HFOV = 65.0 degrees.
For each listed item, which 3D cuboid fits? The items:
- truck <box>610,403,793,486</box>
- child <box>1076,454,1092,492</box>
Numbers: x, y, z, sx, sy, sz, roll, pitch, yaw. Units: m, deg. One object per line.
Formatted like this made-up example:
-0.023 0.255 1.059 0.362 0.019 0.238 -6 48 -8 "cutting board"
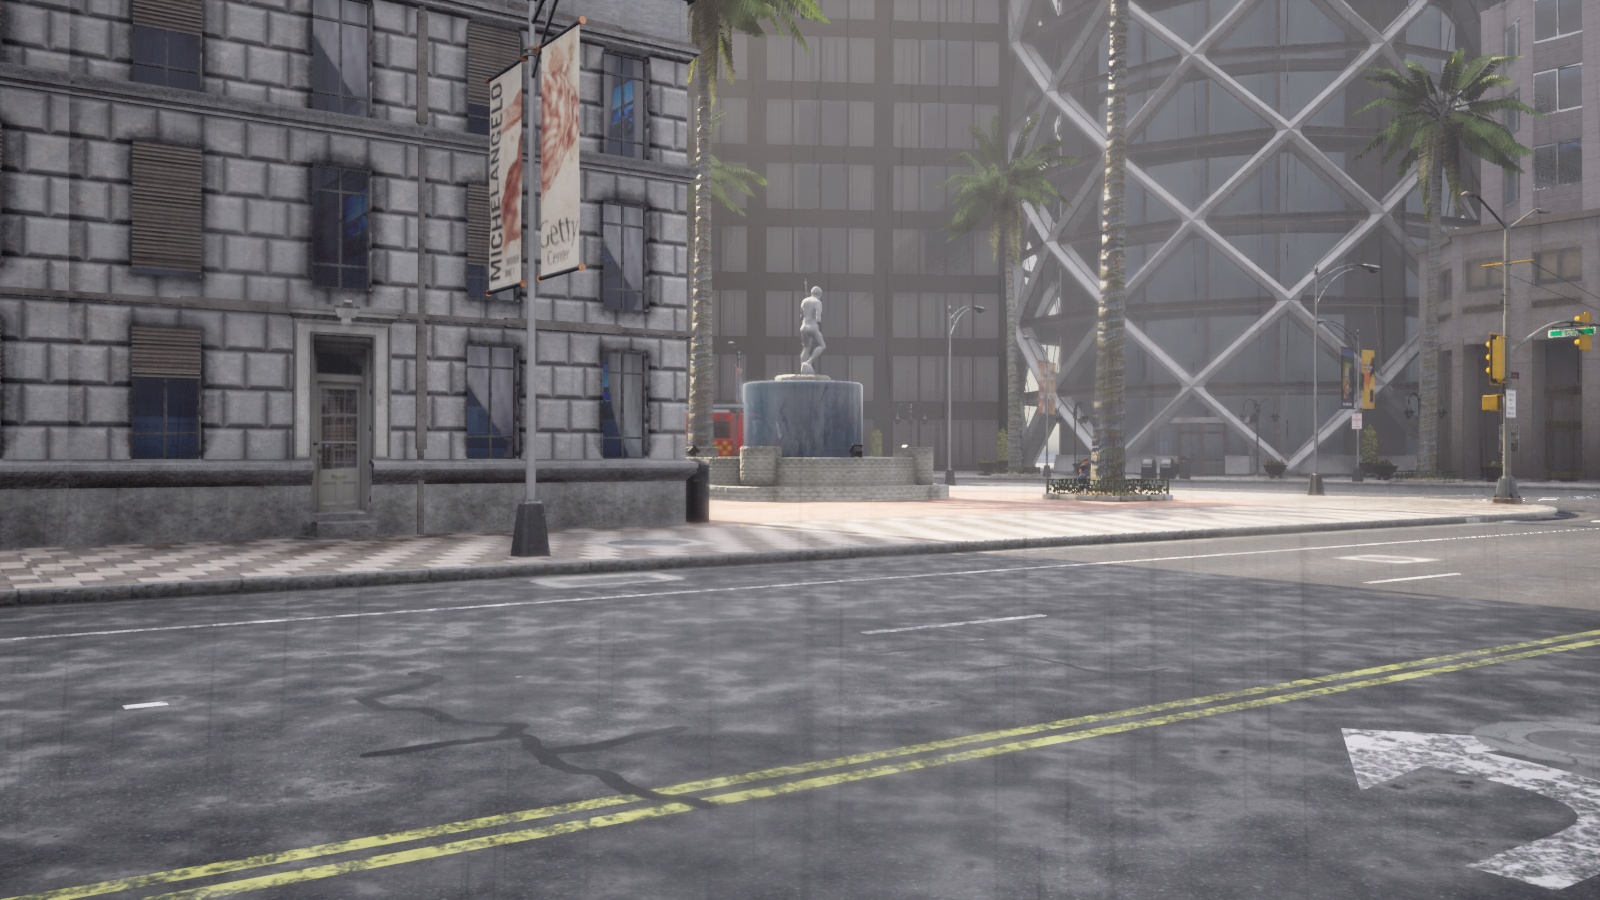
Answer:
-4.605 -0.263 59.957 8.468 3.827 2.891 0 0 0 "truck"
9.432 0.764 41.695 0.270 1.263 0.437 0 0 -35 "child"
